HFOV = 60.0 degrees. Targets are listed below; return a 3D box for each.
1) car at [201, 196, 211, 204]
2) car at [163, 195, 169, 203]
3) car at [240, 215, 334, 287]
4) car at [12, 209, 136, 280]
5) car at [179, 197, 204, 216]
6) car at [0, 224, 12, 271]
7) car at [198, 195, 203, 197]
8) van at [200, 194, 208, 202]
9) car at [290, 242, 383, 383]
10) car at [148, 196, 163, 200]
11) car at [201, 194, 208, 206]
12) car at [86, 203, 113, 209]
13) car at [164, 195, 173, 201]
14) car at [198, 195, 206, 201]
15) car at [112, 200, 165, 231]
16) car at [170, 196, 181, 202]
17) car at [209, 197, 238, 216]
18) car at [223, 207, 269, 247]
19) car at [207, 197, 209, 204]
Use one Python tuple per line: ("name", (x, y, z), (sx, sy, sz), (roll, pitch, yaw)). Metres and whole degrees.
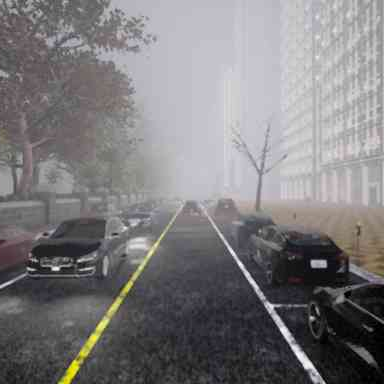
("car", (2.654, 1.542, 65.447), (1.802, 1.307, 4.206), (0, 0, 0))
("car", (-5.723, 1.505, 59.810), (1.887, 1.381, 4.507), (0, 0, 0))
("car", (2.686, 1.555, 9.124), (1.947, 1.339, 4.313), (0, 0, 0))
("car", (-3.103, 1.493, 10.002), (1.837, 1.490, 4.892), (0, 0, 0))
("car", (-0.008, 1.495, 32.436), (1.812, 1.442, 4.674), (0, 0, 0))
("car", (-5.695, 1.571, 9.119), (1.802, 1.307, 4.206), (0, 0, 0))
("car", (0.000, 1.512, 43.268), (2.033, 1.411, 5.357), (0, 0, 1))
("van", (2.648, 1.305, 76.713), (1.690, 1.788, 3.998), (0, 0, 0))
("car", (2.689, 1.561, 3.491), (1.947, 1.339, 4.313), (0, 0, 0))
("car", (-5.717, 1.508, 48.546), (1.887, 1.381, 4.507), (0, 0, 0))
("car", (2.660, 1.512, 54.182), (2.008, 1.369, 4.403), (0, 0, 0))
("car", (-5.700, 1.418, 20.384), (1.967, 1.590, 4.097), (0, 0, 0))
("car", (-5.736, 1.492, 82.170), (1.752, 1.417, 4.829), (0, 0, 0))
("car", (2.641, 1.552, 87.976), (1.802, 1.307, 4.206), (0, 0, 0))
("car", (-3.090, 1.469, 20.383), (2.128, 1.511, 4.902), (0, 0, 0))
("car", (-3.041, 1.487, 70.611), (1.994, 1.385, 4.181), (0, 0, 0))
("car", (3.095, 1.322, 31.773), (2.097, 1.767, 4.553), (0, 0, 0))
("car", (2.683, 1.549, 14.757), (1.947, 1.339, 4.313), (0, 0, 0))
("car", (3.127, 1.492, 38.803), (1.812, 1.442, 4.674), (0, 0, 0))
